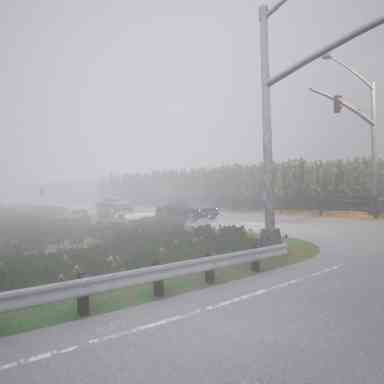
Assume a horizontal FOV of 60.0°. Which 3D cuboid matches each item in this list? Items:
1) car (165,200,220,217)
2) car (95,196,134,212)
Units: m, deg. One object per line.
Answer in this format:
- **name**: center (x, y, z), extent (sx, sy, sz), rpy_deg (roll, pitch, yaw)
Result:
- **car**: center (-0.368, 1.180, 22.021), extent (1.895, 1.301, 4.718), rpy_deg (-3, 2, -41)
- **car**: center (-7.033, 1.124, 29.821), extent (1.837, 1.490, 4.892), rpy_deg (-3, 2, -40)
